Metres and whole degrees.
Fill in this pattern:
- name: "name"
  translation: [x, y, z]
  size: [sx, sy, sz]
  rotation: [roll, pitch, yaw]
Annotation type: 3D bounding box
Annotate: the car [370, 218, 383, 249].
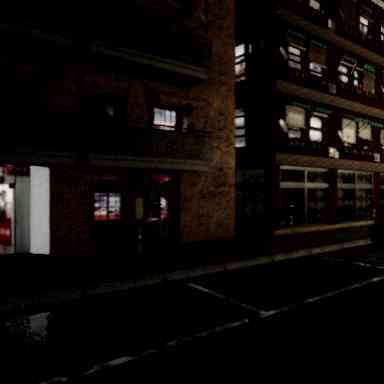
- name: "car"
  translation: [9.013, 1.258, 12.985]
  size: [5.009, 1.841, 2.192]
  rotation: [0, 0, -35]
